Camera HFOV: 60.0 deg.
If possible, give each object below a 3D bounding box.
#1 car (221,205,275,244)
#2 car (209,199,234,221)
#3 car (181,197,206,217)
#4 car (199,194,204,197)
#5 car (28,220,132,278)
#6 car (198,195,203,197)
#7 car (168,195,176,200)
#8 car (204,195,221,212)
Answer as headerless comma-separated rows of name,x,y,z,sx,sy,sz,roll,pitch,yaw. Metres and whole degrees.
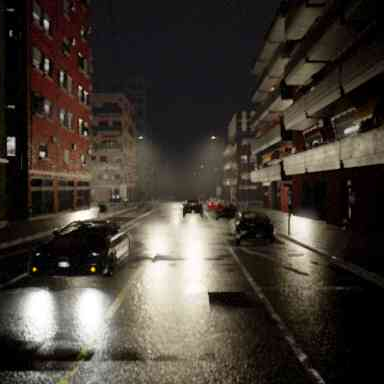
car,2.674,1.525,15.547,2.008,1.369,4.403,-1,0,0
car,2.670,1.503,26.918,1.887,1.381,4.507,-1,0,0
car,0.091,1.456,30.623,1.837,1.490,4.892,0,0,0
car,2.650,1.329,87.572,1.967,1.590,4.097,-1,0,0
car,-3.072,1.548,9.974,1.994,1.385,4.181,0,0,0
car,0.086,1.500,44.336,1.994,1.385,4.181,0,0,0
car,-5.697,1.410,93.108,1.752,1.417,4.829,-1,0,0
car,2.665,1.383,38.287,1.967,1.590,4.097,-1,0,0
